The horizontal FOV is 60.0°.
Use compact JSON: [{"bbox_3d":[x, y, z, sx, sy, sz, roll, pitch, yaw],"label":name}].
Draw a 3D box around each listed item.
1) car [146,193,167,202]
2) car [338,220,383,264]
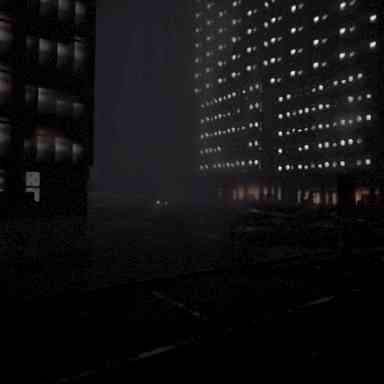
[{"bbox_3d":[-6.259,0.894,58.349,1.882,1.535,5.008,1,0,-35],"label":"car"},{"bbox_3d":[6.849,1.666,11.599,4.403,1.369,2.008,1,0,-36],"label":"car"}]
